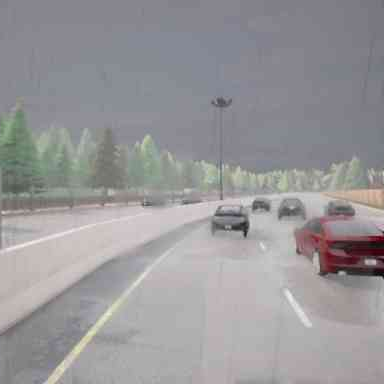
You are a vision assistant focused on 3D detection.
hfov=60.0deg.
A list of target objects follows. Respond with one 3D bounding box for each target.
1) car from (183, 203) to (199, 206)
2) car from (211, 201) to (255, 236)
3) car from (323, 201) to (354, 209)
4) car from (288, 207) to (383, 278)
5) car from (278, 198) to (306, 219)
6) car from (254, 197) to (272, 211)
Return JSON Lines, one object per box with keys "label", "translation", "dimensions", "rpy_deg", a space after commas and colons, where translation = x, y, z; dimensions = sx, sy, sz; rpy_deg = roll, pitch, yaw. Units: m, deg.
{"label": "car", "translation": [-0.021, 1.344, 47.915], "dimensions": [2.033, 1.411, 5.357], "rpy_deg": [0, 0, 19]}
{"label": "car", "translation": [2.156, 1.424, 17.989], "dimensions": [2.128, 1.511, 4.902], "rpy_deg": [0, 0, 11]}
{"label": "car", "translation": [11.451, 1.442, 26.016], "dimensions": [1.837, 1.490, 4.892], "rpy_deg": [0, 0, 17]}
{"label": "car", "translation": [4.389, 1.453, 10.088], "dimensions": [1.882, 1.535, 5.008], "rpy_deg": [0, 0, 7]}
{"label": "car", "translation": [8.342, 1.269, 27.751], "dimensions": [2.097, 1.767, 4.553], "rpy_deg": [0, 0, 17]}
{"label": "car", "translation": [7.979, 1.377, 38.076], "dimensions": [1.837, 1.490, 4.892], "rpy_deg": [0, 0, 18]}
